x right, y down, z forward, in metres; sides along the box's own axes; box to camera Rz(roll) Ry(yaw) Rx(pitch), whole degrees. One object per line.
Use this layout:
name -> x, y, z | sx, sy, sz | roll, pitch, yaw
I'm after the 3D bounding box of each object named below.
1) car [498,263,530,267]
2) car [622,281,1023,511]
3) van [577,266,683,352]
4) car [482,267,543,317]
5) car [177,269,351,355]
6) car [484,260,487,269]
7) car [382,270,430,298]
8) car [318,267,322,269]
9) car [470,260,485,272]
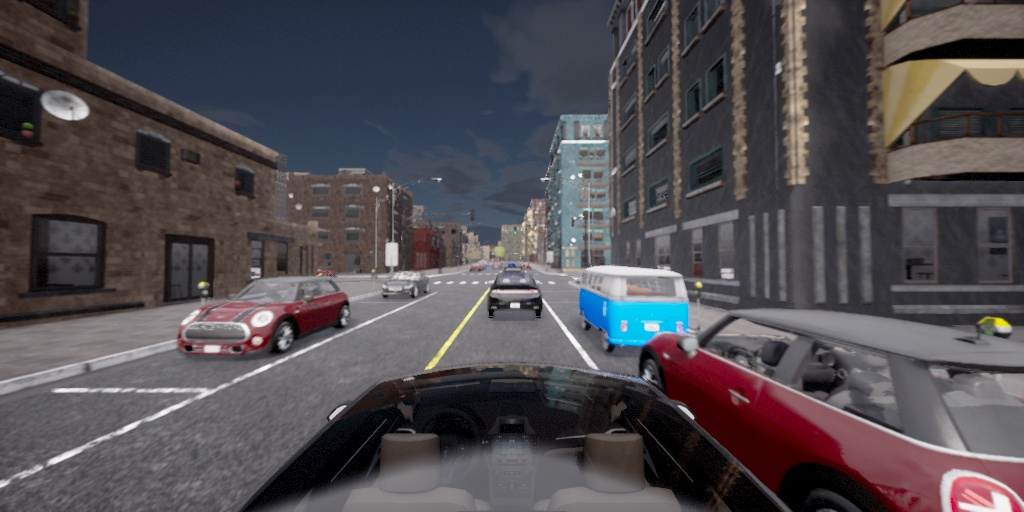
car -> 0.091, 1.483, 26.512 | 1.837, 1.490, 4.892 | 0, -1, 0
car -> 2.691, 1.205, 3.378 | 1.967, 1.591, 4.097 | 0, 0, 0
van -> 2.690, 1.156, 8.785 | 1.690, 1.789, 3.998 | 0, 0, 0
car -> 0.097, 1.350, 13.592 | 2.128, 1.511, 4.902 | 0, -1, 0
car -> -5.691, 1.254, 8.790 | 1.967, 1.591, 4.097 | 0, 0, 0
car -> -5.711, 1.857, 63.239 | 1.888, 1.381, 4.507 | 0, 0, 0
car -> -5.696, 1.464, 19.603 | 2.007, 1.370, 4.403 | 0, 0, 0
car -> -19.305, 1.666, 34.844 | 4.507, 1.381, 1.888 | 0, 0, 1
car -> -5.785, 1.805, 57.558 | 1.888, 1.381, 4.507 | 0, 0, 0
